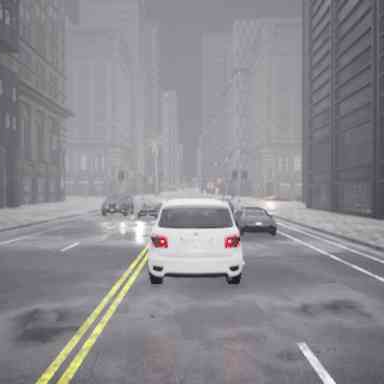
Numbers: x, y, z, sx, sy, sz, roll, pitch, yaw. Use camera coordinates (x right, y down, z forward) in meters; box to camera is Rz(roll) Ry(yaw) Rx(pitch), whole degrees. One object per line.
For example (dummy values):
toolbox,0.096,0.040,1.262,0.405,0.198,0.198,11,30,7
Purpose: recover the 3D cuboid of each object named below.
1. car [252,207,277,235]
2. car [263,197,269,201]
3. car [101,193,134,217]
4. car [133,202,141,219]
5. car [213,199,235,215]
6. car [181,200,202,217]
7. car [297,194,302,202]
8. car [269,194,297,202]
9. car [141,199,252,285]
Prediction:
car,3.279,1.522,18.366,1.994,1.385,4.181,0,0,0
car,20.296,1.549,83.426,4.829,1.417,1.752,1,-1,0
car,-6.709,1.147,30.649,2.150,2.045,5.566,0,0,0
car,-3.450,1.534,28.026,1.895,1.301,4.718,0,0,0
car,3.224,1.440,34.216,1.812,1.442,4.674,0,0,0
car,-0.020,1.522,31.925,1.895,1.301,4.718,0,0,0
car,25.557,1.420,74.903,5.009,1.841,2.192,1,-1,0
car,20.466,1.579,74.899,4.507,1.381,1.887,1,-1,0
car,0.048,1.200,9.548,2.150,2.045,5.566,0,0,-1
